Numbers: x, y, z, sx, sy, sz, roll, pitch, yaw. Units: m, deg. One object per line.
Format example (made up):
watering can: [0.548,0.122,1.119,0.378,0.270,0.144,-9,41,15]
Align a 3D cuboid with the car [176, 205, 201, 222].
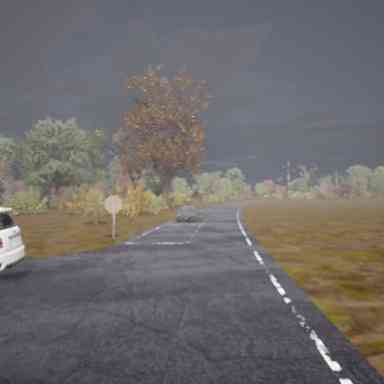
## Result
car: [-0.250,1.958,30.710,1.837,1.490,4.892,-1,0,7]

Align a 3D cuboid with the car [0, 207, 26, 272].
car: [-7.507,1.481,8.827,5.566,2.045,2.150,-1,3,-6]
